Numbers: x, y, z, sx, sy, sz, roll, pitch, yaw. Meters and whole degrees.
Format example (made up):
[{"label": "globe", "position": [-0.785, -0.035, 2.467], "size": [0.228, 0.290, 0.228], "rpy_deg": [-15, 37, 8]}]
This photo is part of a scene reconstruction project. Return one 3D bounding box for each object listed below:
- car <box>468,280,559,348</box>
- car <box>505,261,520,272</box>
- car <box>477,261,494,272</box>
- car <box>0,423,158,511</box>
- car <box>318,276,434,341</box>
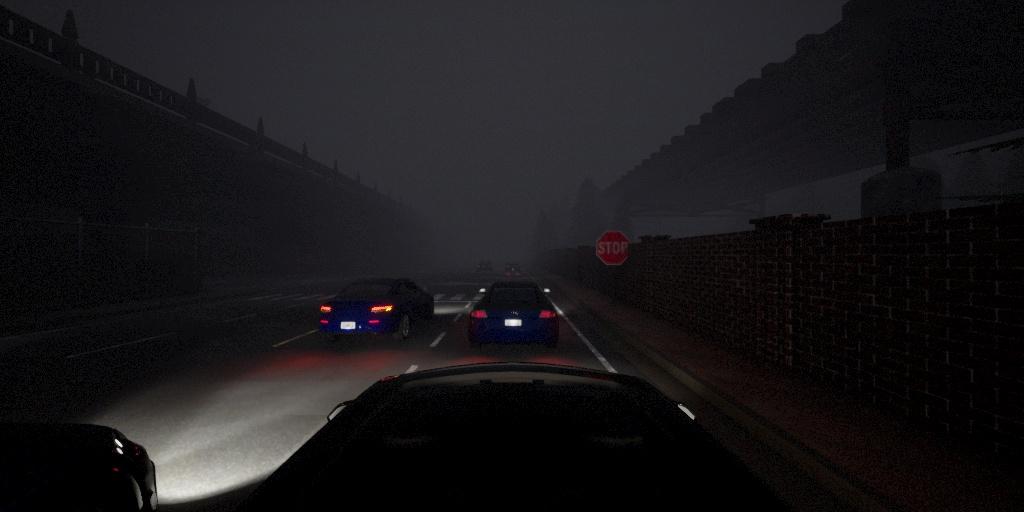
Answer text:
[{"label": "car", "position": [0.066, 1.314, 9.238], "size": [1.994, 1.385, 4.181], "rpy_deg": [0, 0, 1]}, {"label": "car", "position": [0.082, 1.351, 46.056], "size": [1.895, 1.301, 4.718], "rpy_deg": [0, 0, -1]}, {"label": "car", "position": [-3.413, 1.297, 45.889], "size": [2.033, 1.411, 5.357], "rpy_deg": [0, 0, -1]}, {"label": "car", "position": [-3.398, 1.314, 0.663], "size": [1.994, 1.385, 4.181], "rpy_deg": [0, 0, 0]}, {"label": "car", "position": [-3.416, 1.276, 9.759], "size": [1.812, 1.442, 4.674], "rpy_deg": [0, 0, 0]}]
